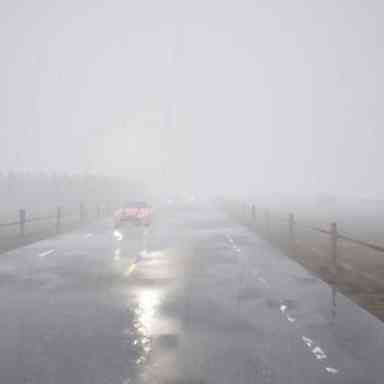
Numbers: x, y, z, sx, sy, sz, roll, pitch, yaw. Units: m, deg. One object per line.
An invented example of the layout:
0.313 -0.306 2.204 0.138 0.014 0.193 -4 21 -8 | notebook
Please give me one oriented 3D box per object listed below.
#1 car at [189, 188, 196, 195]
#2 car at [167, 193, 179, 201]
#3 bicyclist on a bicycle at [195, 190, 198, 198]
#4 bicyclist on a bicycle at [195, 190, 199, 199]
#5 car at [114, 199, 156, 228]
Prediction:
0.034 -0.051 91.972 2.128 1.511 4.902 0 1 0 | car
-3.492 0.879 62.737 1.994 1.385 4.181 0 2 0 | car
0.989 0.366 73.834 0.659 1.776 1.843 0 2 0 | bicyclist on a bicycle
0.985 0.688 64.883 0.866 1.612 1.509 0 1 0 | bicyclist on a bicycle
-3.586 1.274 21.438 2.097 1.767 4.553 0 0 0 | car
